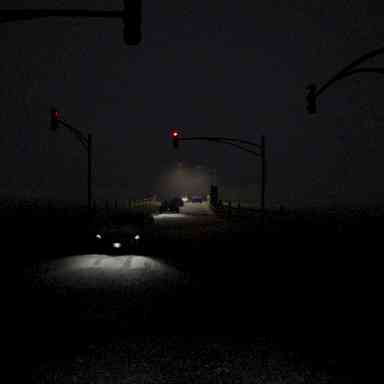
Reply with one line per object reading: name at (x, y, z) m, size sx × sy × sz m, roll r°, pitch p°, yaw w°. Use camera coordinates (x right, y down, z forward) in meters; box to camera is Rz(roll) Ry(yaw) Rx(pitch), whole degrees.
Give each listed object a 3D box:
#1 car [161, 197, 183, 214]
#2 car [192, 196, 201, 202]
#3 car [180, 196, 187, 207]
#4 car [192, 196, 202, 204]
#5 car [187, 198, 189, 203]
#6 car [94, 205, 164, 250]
car at (-2.385, 1.569, 35.970) m, size 1.994 × 1.385 × 4.181 m, roll 0°, pitch 0°, yaw 1°
car at (1.092, 1.617, 75.929) m, size 1.895 × 1.301 × 4.718 m, roll 0°, pitch 0°, yaw 1°
car at (-2.174, 1.538, 49.568) m, size 1.812 × 1.442 × 4.674 m, roll 0°, pitch 0°, yaw 1°
car at (1.030, 1.495, 65.895) m, size 1.882 × 1.535 × 5.008 m, roll 0°, pitch 0°, yaw 1°
car at (-1.782, 1.546, 68.671) m, size 1.812 × 1.442 × 4.674 m, roll 0°, pitch 0°, yaw 1°
car at (-2.641, 1.523, 14.532) m, size 2.033 × 1.411 × 5.357 m, roll 1°, pitch 0°, yaw 1°
